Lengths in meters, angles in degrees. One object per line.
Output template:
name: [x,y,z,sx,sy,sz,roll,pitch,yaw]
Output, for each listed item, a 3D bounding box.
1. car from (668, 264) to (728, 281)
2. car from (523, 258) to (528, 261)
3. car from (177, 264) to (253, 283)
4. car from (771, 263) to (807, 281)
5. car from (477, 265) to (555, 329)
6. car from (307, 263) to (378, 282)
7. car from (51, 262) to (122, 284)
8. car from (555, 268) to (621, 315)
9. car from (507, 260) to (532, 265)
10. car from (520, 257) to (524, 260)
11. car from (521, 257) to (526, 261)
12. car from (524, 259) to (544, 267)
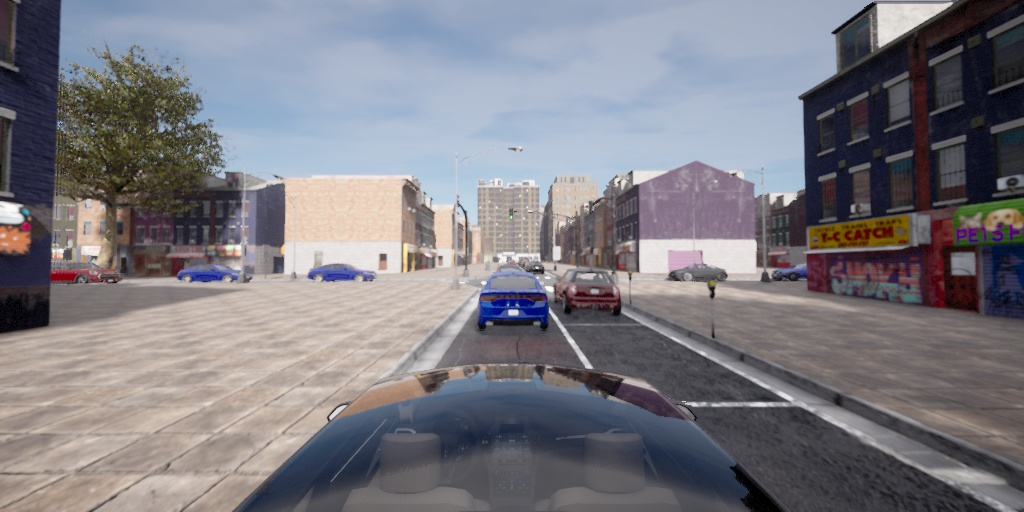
car: [14.626,1.293,28.332,4.181,1.385,1.994,0,-2,0]
car: [2.665,1.311,45.691,1.948,1.339,4.313,0,0,0]
car: [-21.179,1.282,25.631,4.674,1.442,1.812,-1,-2,1]
car: [23.080,1.249,28.272,4.674,1.442,1.812,0,-2,0]
car: [0.022,1.208,11.147,1.882,1.535,5.008,0,0,0]
car: [-12.038,1.217,25.567,4.674,1.442,1.812,0,-2,0]
car: [-30.978,1.214,25.714,4.553,1.767,2.097,-1,-2,0]
car: [2.646,1.166,13.510,1.967,1.591,4.097,0,0,0]
car: [-0.253,1.221,20.843,1.812,1.442,4.674,0,1,-6]
car: [2.675,1.384,62.002,1.948,1.339,4.313,0,0,0]
car: [2.669,1.291,51.297,1.751,1.417,4.829,0,0,0]
car: [2.662,1.296,40.255,1.948,1.339,4.313,0,0,0]
